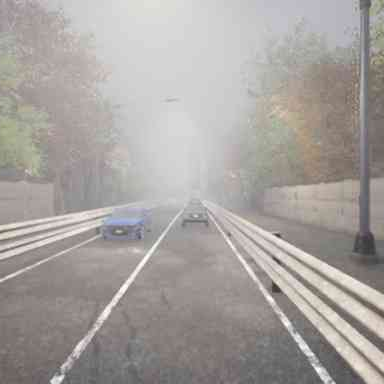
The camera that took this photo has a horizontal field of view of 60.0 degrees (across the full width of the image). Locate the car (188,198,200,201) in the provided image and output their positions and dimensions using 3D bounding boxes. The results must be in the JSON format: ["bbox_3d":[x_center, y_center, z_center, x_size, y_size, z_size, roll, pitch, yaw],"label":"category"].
[{"bbox_3d":[0.400,1.643,49.030,2.097,1.767,4.553,0,-1,0],"label":"car"}]

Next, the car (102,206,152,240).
[{"bbox_3d":[-3.250,1.503,17.390,1.882,1.535,5.008,0,0,0],"label":"car"}]

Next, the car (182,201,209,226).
[{"bbox_3d":[0.240,1.611,24.014,2.033,1.411,5.357,0,0,0],"label":"car"}]
